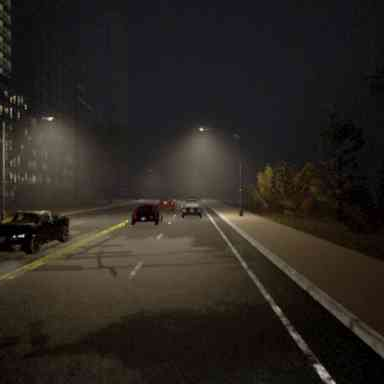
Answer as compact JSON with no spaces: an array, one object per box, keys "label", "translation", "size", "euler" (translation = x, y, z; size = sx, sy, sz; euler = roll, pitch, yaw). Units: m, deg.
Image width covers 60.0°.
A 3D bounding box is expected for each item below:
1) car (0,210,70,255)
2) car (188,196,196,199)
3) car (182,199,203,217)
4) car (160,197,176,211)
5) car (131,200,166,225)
[{"label":"car","translation":[-6.503,1.499,13.384],"size":[2.128,1.511,4.902],"euler":[0,0,0]},{"label":"car","translation":[-0.001,1.575,61.741],"size":[1.837,1.490,4.892],"euler":[0,-2,0]},{"label":"car","translation":[0.008,1.614,30.915],"size":[2.033,1.411,5.357],"euler":[0,0,0]},{"label":"car","translation":[-3.153,1.368,41.656],"size":[2.097,1.767,4.553],"euler":[0,0,0]},{"label":"car","translation":[-3.151,1.535,23.778],"size":[1.812,1.442,4.674],"euler":[0,0,0]}]
